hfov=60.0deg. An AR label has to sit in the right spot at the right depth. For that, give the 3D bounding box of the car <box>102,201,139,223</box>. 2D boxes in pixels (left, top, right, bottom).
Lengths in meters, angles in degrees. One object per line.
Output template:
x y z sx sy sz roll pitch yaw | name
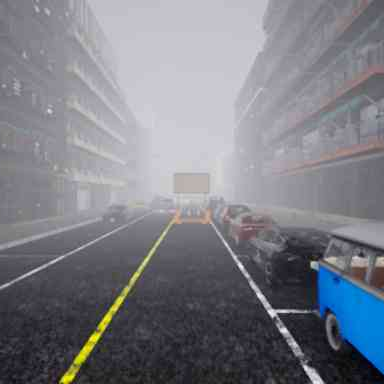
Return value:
-5.716 1.617 26.058 1.947 1.339 4.313 0 0 0 | car

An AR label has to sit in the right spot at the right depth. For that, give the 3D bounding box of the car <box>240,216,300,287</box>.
2.681 1.585 9.155 1.947 1.339 4.313 0 0 0 | car

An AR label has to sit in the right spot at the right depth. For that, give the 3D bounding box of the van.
2.688 1.349 3.519 1.690 1.788 3.998 0 0 0 | van

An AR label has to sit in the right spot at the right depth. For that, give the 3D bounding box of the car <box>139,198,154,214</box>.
-5.727 1.596 37.162 1.752 1.417 4.829 0 0 0 | car

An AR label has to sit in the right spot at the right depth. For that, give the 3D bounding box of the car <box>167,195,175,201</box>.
-5.784 1.599 93.696 1.967 1.590 4.097 0 0 0 | car

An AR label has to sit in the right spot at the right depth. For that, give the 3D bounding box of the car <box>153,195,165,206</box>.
-5.745 1.539 54.242 1.967 1.590 4.097 0 0 0 | car

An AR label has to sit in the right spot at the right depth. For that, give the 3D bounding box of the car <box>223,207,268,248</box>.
2.676 1.575 14.791 1.887 1.381 4.507 0 0 0 | car

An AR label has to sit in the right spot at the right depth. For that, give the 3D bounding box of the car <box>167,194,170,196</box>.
-5.749 1.423 59.879 2.192 1.841 5.009 0 0 0 | car

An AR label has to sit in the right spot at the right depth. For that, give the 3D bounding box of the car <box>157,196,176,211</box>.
-3.134 1.607 43.322 1.812 1.442 4.674 0 0 0 | car

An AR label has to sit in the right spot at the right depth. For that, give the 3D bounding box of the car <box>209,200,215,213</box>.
2.665 1.603 26.064 2.008 1.369 4.403 0 0 0 | car

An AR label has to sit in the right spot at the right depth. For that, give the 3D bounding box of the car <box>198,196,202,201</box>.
2.602 1.677 88.235 1.752 1.417 4.829 0 0 0 | car

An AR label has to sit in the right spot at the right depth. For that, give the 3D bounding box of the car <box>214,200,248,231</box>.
2.670 1.482 20.428 1.967 1.590 4.097 0 0 0 | car

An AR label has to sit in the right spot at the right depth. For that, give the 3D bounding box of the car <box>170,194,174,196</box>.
-5.778 1.465 88.060 2.192 1.841 5.009 0 0 0 | car

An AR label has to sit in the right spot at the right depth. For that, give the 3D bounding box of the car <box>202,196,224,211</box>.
2.654 1.387 37.337 2.192 1.841 5.009 0 0 0 | car

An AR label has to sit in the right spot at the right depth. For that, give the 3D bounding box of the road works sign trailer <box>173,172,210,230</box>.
-0.022 0.508 21.560 2.380 3.560 2.880 0 0 0 | road works sign trailer
